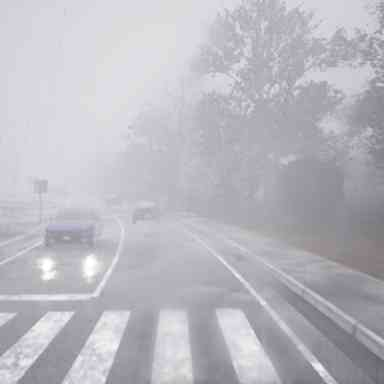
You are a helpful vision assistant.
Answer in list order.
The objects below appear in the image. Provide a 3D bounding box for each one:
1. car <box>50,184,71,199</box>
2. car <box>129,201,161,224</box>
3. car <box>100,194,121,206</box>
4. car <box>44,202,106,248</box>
[{"bbox_3d":[-20.813,-0.108,52.462,2.150,2.045,5.566,2,2,-34],"label":"car"},{"bbox_3d":[-3.507,1.367,24.169,1.882,1.535,5.008,1,1,-15],"label":"car"},{"bbox_3d":[-10.053,0.960,41.241,1.812,1.442,4.674,1,1,-26],"label":"car"},{"bbox_3d":[-5.182,1.446,15.017,1.882,1.535,5.008,0,0,-11],"label":"car"}]
